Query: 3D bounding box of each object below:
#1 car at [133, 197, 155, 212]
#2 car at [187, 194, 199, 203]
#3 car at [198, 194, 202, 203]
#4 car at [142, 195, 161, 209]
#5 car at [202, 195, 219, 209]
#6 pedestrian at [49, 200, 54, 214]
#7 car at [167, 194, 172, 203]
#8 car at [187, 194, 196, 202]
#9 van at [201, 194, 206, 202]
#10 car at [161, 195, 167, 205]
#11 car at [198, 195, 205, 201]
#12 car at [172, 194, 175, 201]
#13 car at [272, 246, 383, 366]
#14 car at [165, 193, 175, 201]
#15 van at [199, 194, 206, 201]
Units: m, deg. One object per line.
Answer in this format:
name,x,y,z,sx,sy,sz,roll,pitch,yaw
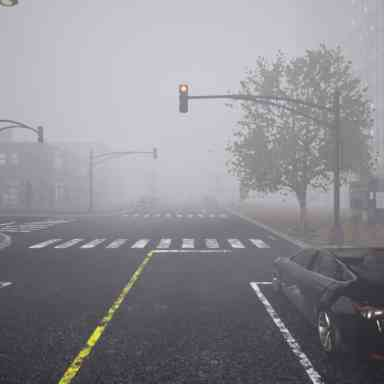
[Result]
car,-5.729,1.584,38.267,1.802,1.307,4.206,0,0,0
car,0.015,1.570,68.122,1.994,1.385,4.181,0,0,0
car,2.625,1.556,60.483,2.008,1.369,4.403,0,0,0
car,-5.735,1.318,43.818,2.192,1.841,5.009,0,0,0
car,2.644,1.528,44.000,1.752,1.417,4.829,0,0,0
pedestrian,-12.783,1.318,30.262,0.375,1.300,0.375,0,-1,-1
car,-5.767,1.531,71.404,1.752,1.417,4.829,0,0,0
car,-0.088,1.362,79.487,2.097,1.767,4.553,0,0,0
van,2.639,1.345,49.382,1.690,1.788,3.998,0,0,0
car,-5.748,1.555,54.921,2.008,1.369,4.403,0,0,0
car,2.594,1.534,88.408,1.752,1.417,4.829,0,0,0
car,-5.780,1.558,82.675,2.008,1.369,4.403,0,0,0
car,2.688,1.566,5.801,1.947,1.339,4.313,0,0,0
car,-5.786,1.324,88.227,2.192,1.841,5.009,0,0,0
van,2.602,1.349,82.687,1.690,1.788,3.998,0,0,0
